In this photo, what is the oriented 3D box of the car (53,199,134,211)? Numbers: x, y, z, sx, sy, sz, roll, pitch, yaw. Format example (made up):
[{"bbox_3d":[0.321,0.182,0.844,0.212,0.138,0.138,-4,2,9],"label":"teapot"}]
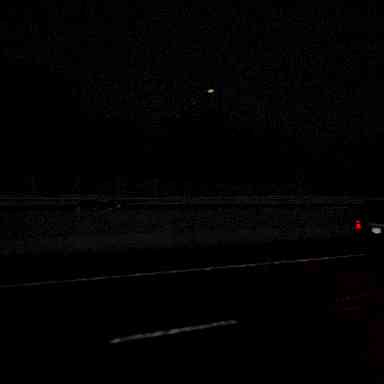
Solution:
[{"bbox_3d":[-5.889,1.180,20.010,4.892,1.490,1.837,0,1,-22],"label":"car"}]

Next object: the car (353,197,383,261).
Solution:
[{"bbox_3d":[7.639,1.194,10.320,5.566,2.045,2.150,0,1,-22],"label":"car"}]

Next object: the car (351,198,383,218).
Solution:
[{"bbox_3d":[16.712,1.369,29.229,4.902,1.511,2.128,1,1,-22],"label":"car"}]

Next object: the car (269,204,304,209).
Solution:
[{"bbox_3d":[5.644,1.420,20.937,4.718,1.301,1.895,1,1,-22],"label":"car"}]
